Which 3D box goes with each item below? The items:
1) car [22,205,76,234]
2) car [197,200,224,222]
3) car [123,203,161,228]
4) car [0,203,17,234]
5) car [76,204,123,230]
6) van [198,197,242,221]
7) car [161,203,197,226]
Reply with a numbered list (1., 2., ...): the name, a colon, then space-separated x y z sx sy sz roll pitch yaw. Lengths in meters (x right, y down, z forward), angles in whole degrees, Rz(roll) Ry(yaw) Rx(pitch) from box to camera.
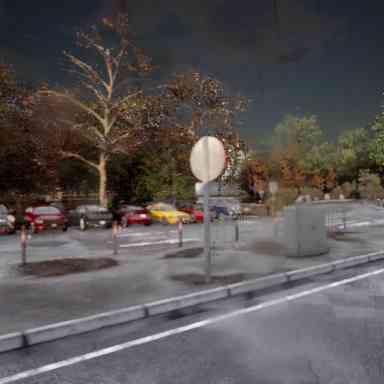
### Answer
1. car: -9.027 1.547 20.291 2.097 1.535 5.008 0 0 -36
2. car: -0.011 1.641 26.769 2.163 1.488 4.792 0 0 -36
3. car: -4.527 1.608 23.538 2.163 1.488 4.792 0 0 -36
4. car: -11.299 1.406 18.698 2.185 1.767 4.553 0 0 -36
5. car: -6.763 1.564 21.896 2.231 1.521 4.892 0 0 -36
6. van: 2.331 1.402 28.264 1.878 1.987 4.442 0 0 -36
7. car: -2.145 1.592 24.978 1.946 1.575 5.366 0 0 -36
